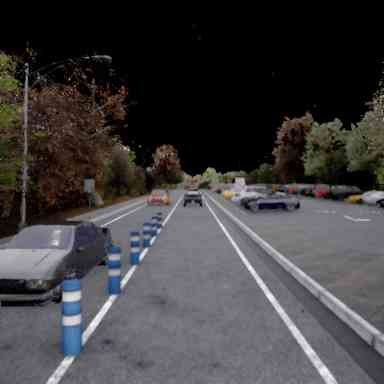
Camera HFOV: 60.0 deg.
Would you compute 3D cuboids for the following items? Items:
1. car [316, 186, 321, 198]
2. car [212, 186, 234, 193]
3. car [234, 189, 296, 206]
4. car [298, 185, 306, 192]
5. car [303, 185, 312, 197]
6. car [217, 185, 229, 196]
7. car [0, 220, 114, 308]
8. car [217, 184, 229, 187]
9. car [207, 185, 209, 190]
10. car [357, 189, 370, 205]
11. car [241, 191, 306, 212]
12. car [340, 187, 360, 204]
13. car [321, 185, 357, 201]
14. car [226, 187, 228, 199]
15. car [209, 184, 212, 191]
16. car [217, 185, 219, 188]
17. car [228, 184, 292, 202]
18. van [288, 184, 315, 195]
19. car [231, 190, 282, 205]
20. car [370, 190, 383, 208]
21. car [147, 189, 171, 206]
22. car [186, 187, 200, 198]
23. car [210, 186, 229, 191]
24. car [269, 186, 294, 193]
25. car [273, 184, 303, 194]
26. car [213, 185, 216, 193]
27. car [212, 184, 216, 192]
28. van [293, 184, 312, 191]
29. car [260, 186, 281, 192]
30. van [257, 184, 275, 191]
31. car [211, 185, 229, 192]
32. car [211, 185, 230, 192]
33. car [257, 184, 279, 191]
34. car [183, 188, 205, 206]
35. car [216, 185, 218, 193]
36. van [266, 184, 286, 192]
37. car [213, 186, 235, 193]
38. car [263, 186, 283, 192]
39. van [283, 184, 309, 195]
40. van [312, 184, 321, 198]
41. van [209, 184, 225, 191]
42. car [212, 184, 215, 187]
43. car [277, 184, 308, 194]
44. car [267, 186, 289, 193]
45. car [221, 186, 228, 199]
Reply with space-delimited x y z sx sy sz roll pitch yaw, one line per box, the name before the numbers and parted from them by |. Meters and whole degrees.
car | 19.996 0.317 44.997 4.792 1.488 2.163 0 2 0
car | 7.223 -0.667 78.434 4.892 1.521 2.231 0 2 0
car | 6.833 0.785 31.273 5.008 1.535 2.097 0 2 0
car | 20.124 0.041 53.296 4.792 1.488 2.163 0 2 0
car | 20.102 0.123 50.658 4.792 1.488 2.163 0 2 1
car | 6.785 0.186 48.042 5.366 1.575 1.946 0 2 0
car | -3.349 1.443 8.240 2.033 1.411 5.357 0 1 0
car | 7.071 -0.193 56.232 4.553 1.767 2.185 0 2 0
car | 7.067 -0.746 81.210 5.366 1.575 1.946 0 2 0
car | 19.928 0.722 33.925 4.674 1.452 2.002 0 2 0
car | 6.775 0.913 28.500 4.792 1.488 2.163 0 2 0
car | 19.768 0.580 36.694 5.366 1.575 1.946 0 2 0
car | 20.030 0.135 42.219 5.566 2.045 2.435 0 2 0
car | 6.905 0.489 39.597 4.892 1.521 2.231 0 2 0
car | 6.996 -0.521 72.885 5.366 1.575 1.946 0 2 0
car | 7.010 0.015 53.457 4.892 1.521 2.231 0 2 0
car | 6.880 0.435 34.038 5.566 2.045 2.435 0 2 0
van | 20.282 -0.447 61.592 4.442 1.987 1.878 0 2 0
car | 7.060 0.584 36.820 5.366 1.575 1.946 0 2 0
car | 19.878 0.810 31.157 4.792 1.488 2.163 0 2 0
car | -3.313 0.474 33.958 2.097 1.767 4.553 0 2 0
car | 0.154 0.034 53.132 2.128 1.511 4.902 0 1 1
car | 7.318 -0.967 89.534 5.008 1.535 2.097 0 2 0
car | 20.278 -0.595 75.445 5.008 1.535 2.097 0 2 0
car | 20.209 -0.697 69.899 5.566 2.045 2.435 0 2 0
car | 7.082 -0.265 64.559 4.792 1.488 2.163 0 2 0
car | 7.105 -0.339 67.334 4.792 1.488 2.163 0 2 0
van | 20.010 -0.295 56.040 4.442 1.987 1.878 0 2 0
car | 20.373 -0.893 86.521 5.008 1.535 2.097 0 2 0
van | 20.543 -1.271 92.177 4.442 1.987 1.878 0 2 0
car | 7.269 -1.018 86.756 4.553 1.767 2.185 0 2 0
car | 7.245 -0.943 83.981 4.553 1.767 2.185 0 2 0
car | 20.374 -1.222 89.408 5.566 2.045 2.435 0 2 0
car | 0.110 0.611 34.472 1.837 1.490 4.892 0 2 0
car | 7.093 -0.115 59.008 4.792 1.488 2.163 0 2 0
van | 20.449 -0.973 81.101 4.442 1.987 1.878 0 2 0
car | 7.212 -0.592 75.658 4.892 1.521 2.231 0 2 0
car | 20.352 -0.778 83.752 4.674 1.452 2.002 0 2 0
van | 20.073 -0.522 64.363 4.442 1.987 1.878 0 2 0
van | 20.166 -0.039 47.879 4.442 1.987 1.878 0 2 0
van | 7.254 -1.342 95.079 4.442 1.987 1.878 0 2 0
car | 7.129 -0.414 70.109 4.792 1.488 2.163 0 2 0
car | 20.185 -0.622 67.130 5.566 2.045 2.435 0 2 0
car | 20.311 -0.633 78.340 4.674 1.452 2.002 0 2 0
car | 6.737 0.386 42.372 5.366 1.575 1.946 0 2 0
